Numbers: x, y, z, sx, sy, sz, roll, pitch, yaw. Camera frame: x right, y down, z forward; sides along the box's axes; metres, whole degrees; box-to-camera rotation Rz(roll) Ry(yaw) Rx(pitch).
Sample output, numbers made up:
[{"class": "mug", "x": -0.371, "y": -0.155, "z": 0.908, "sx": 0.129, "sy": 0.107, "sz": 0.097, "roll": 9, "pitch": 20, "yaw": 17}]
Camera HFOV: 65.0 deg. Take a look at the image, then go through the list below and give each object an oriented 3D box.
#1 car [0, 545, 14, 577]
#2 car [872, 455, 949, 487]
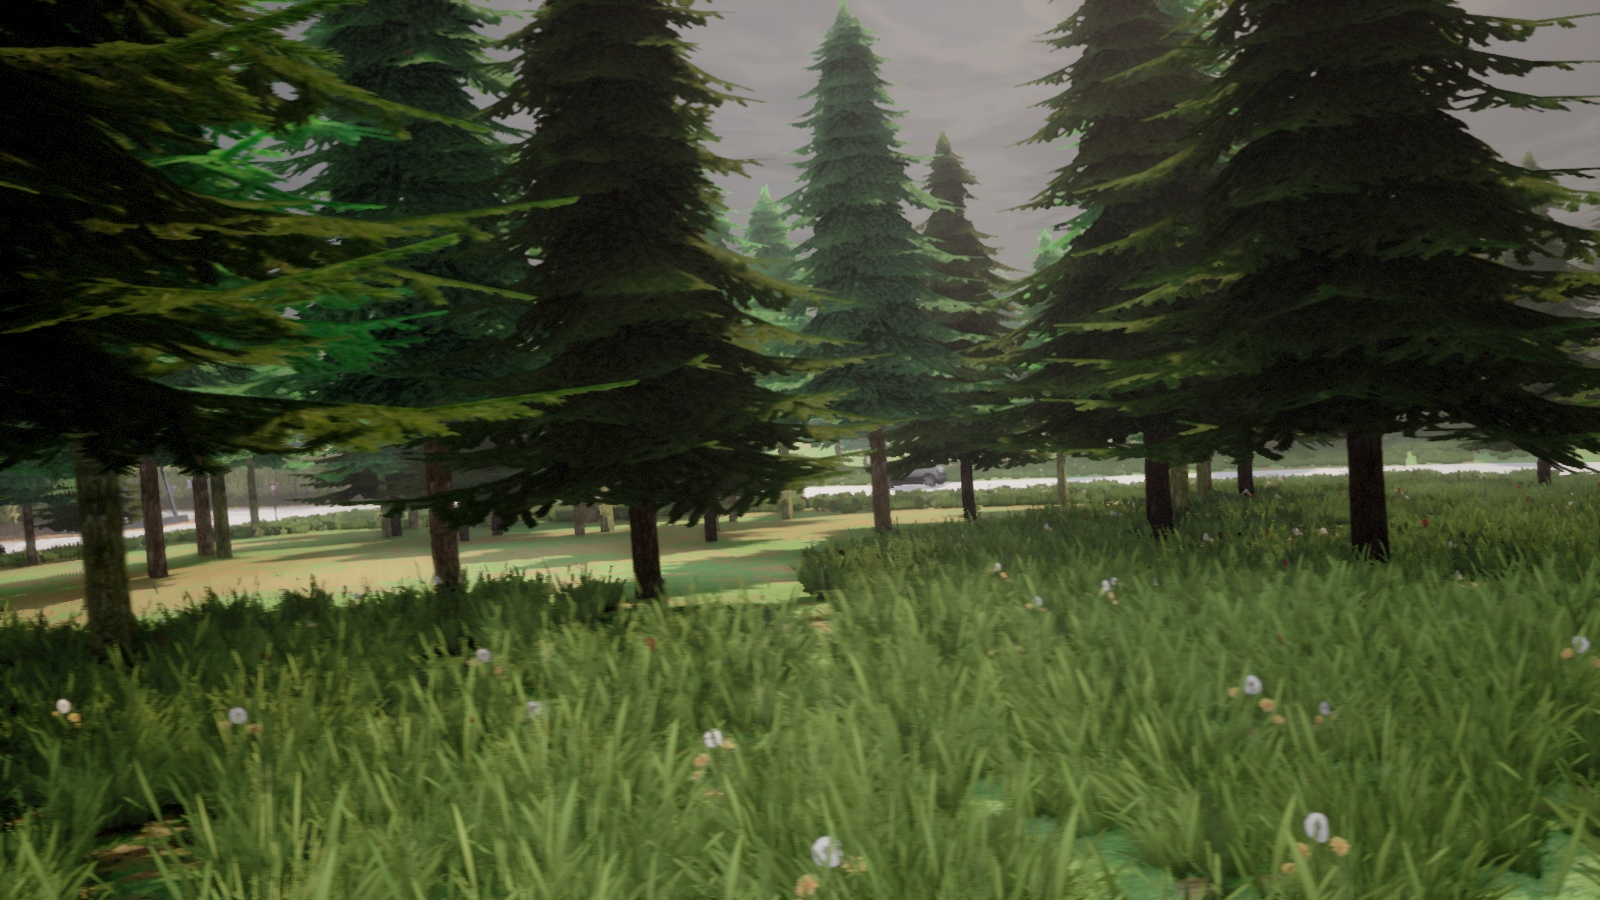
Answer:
[{"class": "car", "x": -43.280, "y": 6.012, "z": 64.910, "sx": 1.851, "sy": 1.617, "sz": 3.988, "roll": -4, "pitch": 3, "yaw": 27}, {"class": "car", "x": 6.349, "y": 1.198, "z": 71.926, "sx": 3.806, "sy": 1.475, "sz": 1.970, "roll": -4, "pitch": 3, "yaw": 26}]
